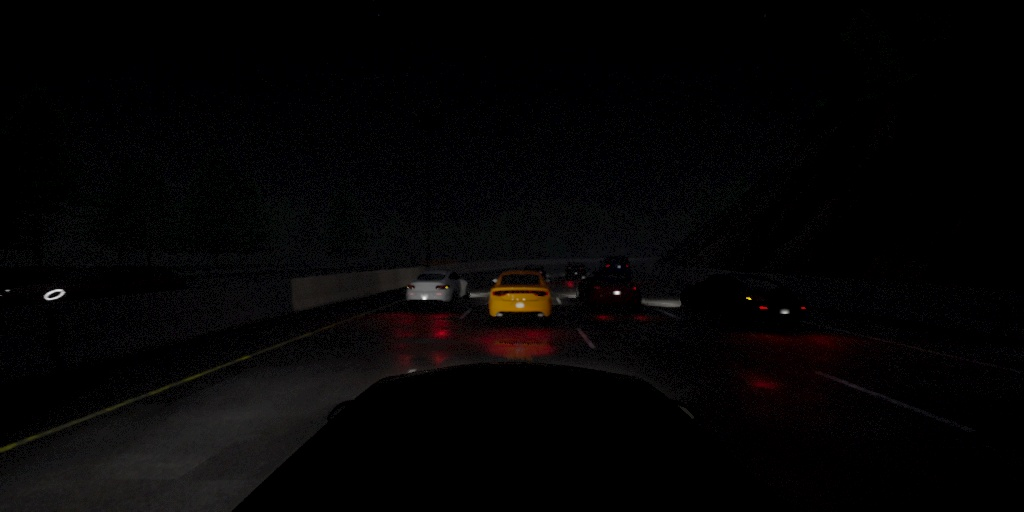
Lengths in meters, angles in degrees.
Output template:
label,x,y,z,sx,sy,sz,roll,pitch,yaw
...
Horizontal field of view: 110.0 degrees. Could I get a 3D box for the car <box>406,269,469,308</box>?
label,x,y,z,sx,sy,sz,roll,pitch,yaw
car,-3.051,1.281,15.281,1.812,1.442,4.674,0,0,3

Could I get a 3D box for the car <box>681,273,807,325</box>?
label,x,y,z,sx,sy,sz,roll,pitch,yaw
car,7.294,1.280,11.770,1.812,1.442,4.674,0,0,2

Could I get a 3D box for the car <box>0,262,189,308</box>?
label,x,y,z,sx,sy,sz,roll,pitch,yaw
car,-13.861,1.105,12.207,2.097,1.767,4.553,0,0,2

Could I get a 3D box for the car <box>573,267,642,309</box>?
label,x,y,z,sx,sy,sz,roll,pitch,yaw
car,3.957,1.319,15.144,1.994,1.385,4.181,0,0,3

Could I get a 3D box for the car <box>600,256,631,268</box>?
label,x,y,z,sx,sy,sz,roll,pitch,yaw
car,9.202,0.984,32.153,2.150,2.045,5.566,0,0,8

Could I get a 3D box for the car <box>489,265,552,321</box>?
label,x,y,z,sx,sy,sz,roll,pitch,yaw
car,0.326,1.232,12.513,1.882,1.535,5.008,0,0,2

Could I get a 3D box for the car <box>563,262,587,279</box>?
label,x,y,z,sx,sy,sz,roll,pitch,yaw
car,5.771,1.254,32.702,2.128,1.511,4.902,0,0,8

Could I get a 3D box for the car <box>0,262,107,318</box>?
label,x,y,z,sx,sy,sz,roll,pitch,yaw
car,-17.368,1.105,12.148,2.097,1.767,4.553,0,0,2
